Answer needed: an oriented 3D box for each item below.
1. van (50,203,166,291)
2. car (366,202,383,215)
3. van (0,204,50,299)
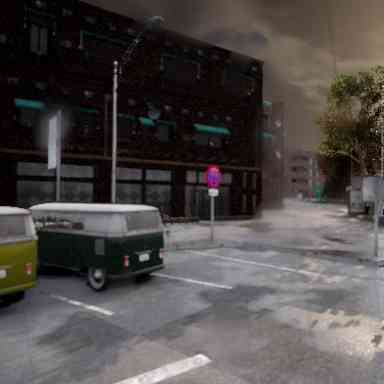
[{"bbox_3d":[-2.902,1.304,9.062,4.442,1.987,1.878,-1,-1,34],"label":"van"},{"bbox_3d":[19.114,1.709,34.771,2.033,1.411,5.357,1,1,6],"label":"car"},{"bbox_3d":[-5.343,1.279,7.316,4.442,1.987,1.878,-1,-1,34],"label":"van"}]
